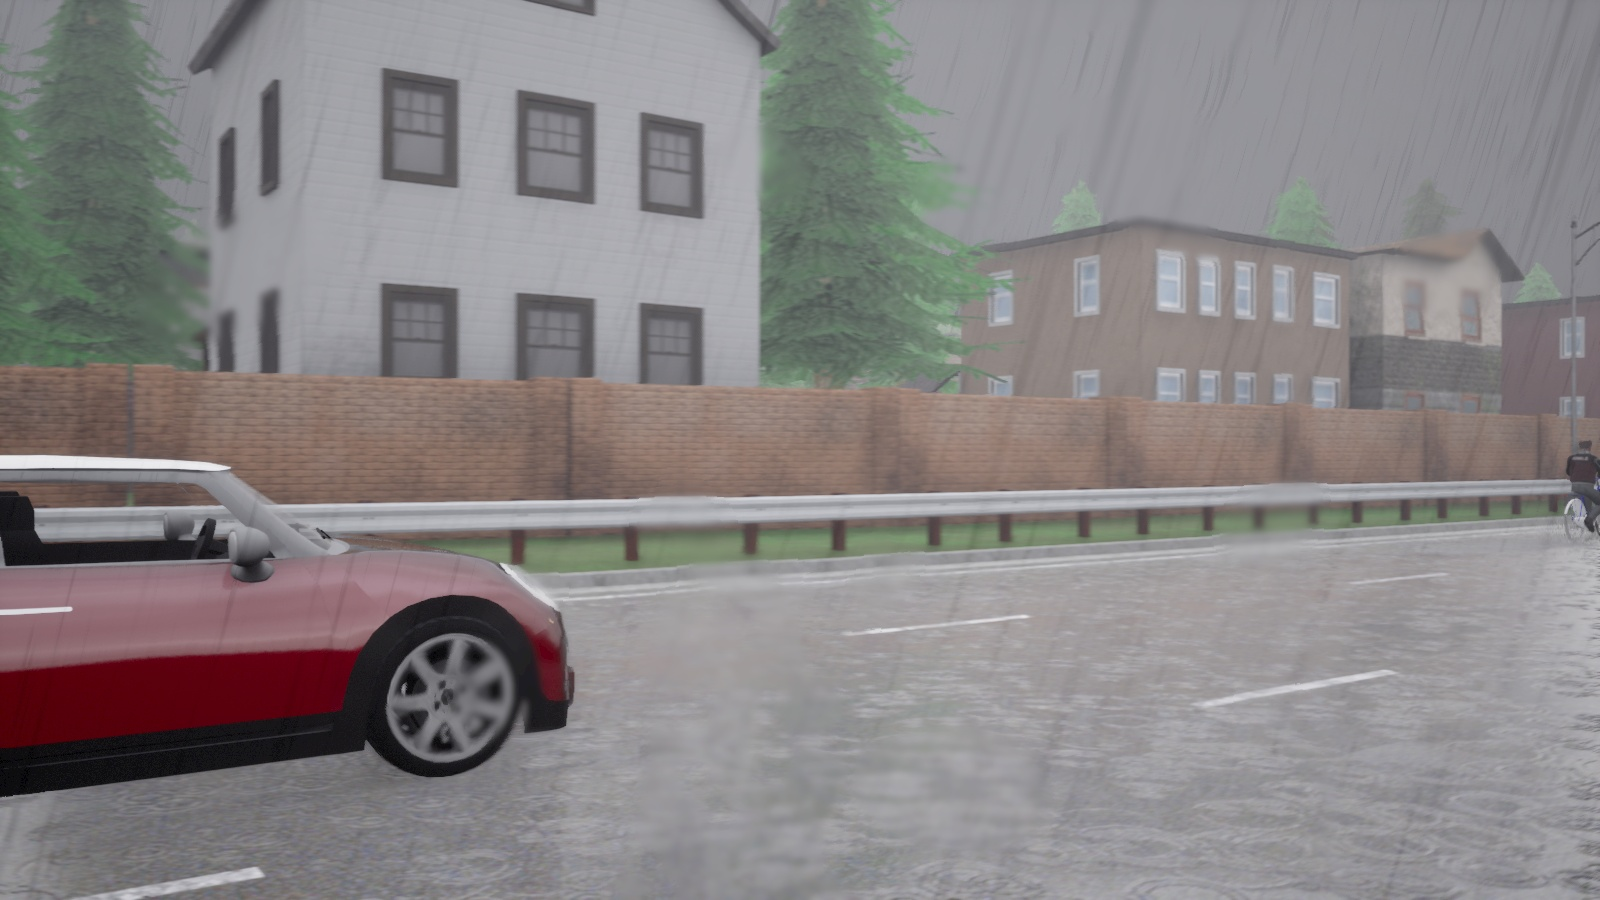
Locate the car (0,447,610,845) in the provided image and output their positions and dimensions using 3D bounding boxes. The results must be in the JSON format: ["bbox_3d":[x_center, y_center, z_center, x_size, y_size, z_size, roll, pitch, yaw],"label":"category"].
[{"bbox_3d":[-3.045,0.731,5.804,3.806,1.475,1.970,0,0,-35],"label":"car"}]

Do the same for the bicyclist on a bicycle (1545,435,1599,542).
[{"bbox_3d":[13.669,0.640,21.702,1.843,1.776,0.659,0,0,-35],"label":"bicyclist on a bicycle"}]
